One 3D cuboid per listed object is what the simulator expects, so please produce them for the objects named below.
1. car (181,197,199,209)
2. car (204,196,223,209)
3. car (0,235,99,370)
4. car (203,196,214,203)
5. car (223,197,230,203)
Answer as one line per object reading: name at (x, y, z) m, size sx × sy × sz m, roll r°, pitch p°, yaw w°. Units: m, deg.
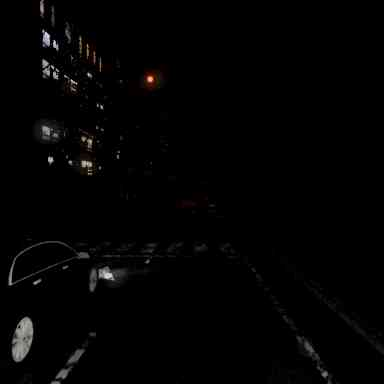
car at (-0.202, 1.472, 47.406) m, size 2.097 × 1.767 × 4.553 m, roll 0°, pitch 0°, yaw 7°
car at (3.085, 1.626, 47.548) m, size 1.837 × 1.490 × 4.892 m, roll 0°, pitch 0°, yaw 7°
car at (-3.047, 1.507, 5.679) m, size 1.837 × 1.490 × 4.892 m, roll 0°, pitch 0°, yaw 1°
car at (3.836, 1.770, 75.015) m, size 1.837 × 1.490 × 4.892 m, roll 0°, pitch 0°, yaw 11°
car at (7.849, 1.851, 78.711) m, size 1.994 × 1.385 × 4.181 m, roll 0°, pitch 0°, yaw 12°
